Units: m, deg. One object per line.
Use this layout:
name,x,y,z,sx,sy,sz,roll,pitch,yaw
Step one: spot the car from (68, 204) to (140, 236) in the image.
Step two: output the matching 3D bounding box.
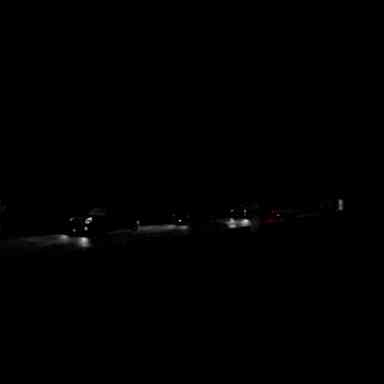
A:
car,-5.415,1.651,20.803,2.097,1.767,4.553,0,-1,35

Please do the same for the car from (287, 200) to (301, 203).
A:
car,14.997,2.001,49.210,1.837,1.490,4.892,0,-1,36

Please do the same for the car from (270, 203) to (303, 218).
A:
car,10.807,2.309,38.469,1.895,1.301,4.718,0,-1,36

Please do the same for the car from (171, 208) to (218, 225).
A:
car,0.304,2.068,28.870,1.895,1.301,4.718,0,-1,36

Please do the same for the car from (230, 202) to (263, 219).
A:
car,6.100,1.987,36.950,2.097,1.767,4.553,0,-1,36

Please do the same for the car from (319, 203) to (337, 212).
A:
car,22.458,2.581,54.739,2.033,1.411,5.357,0,-1,36
